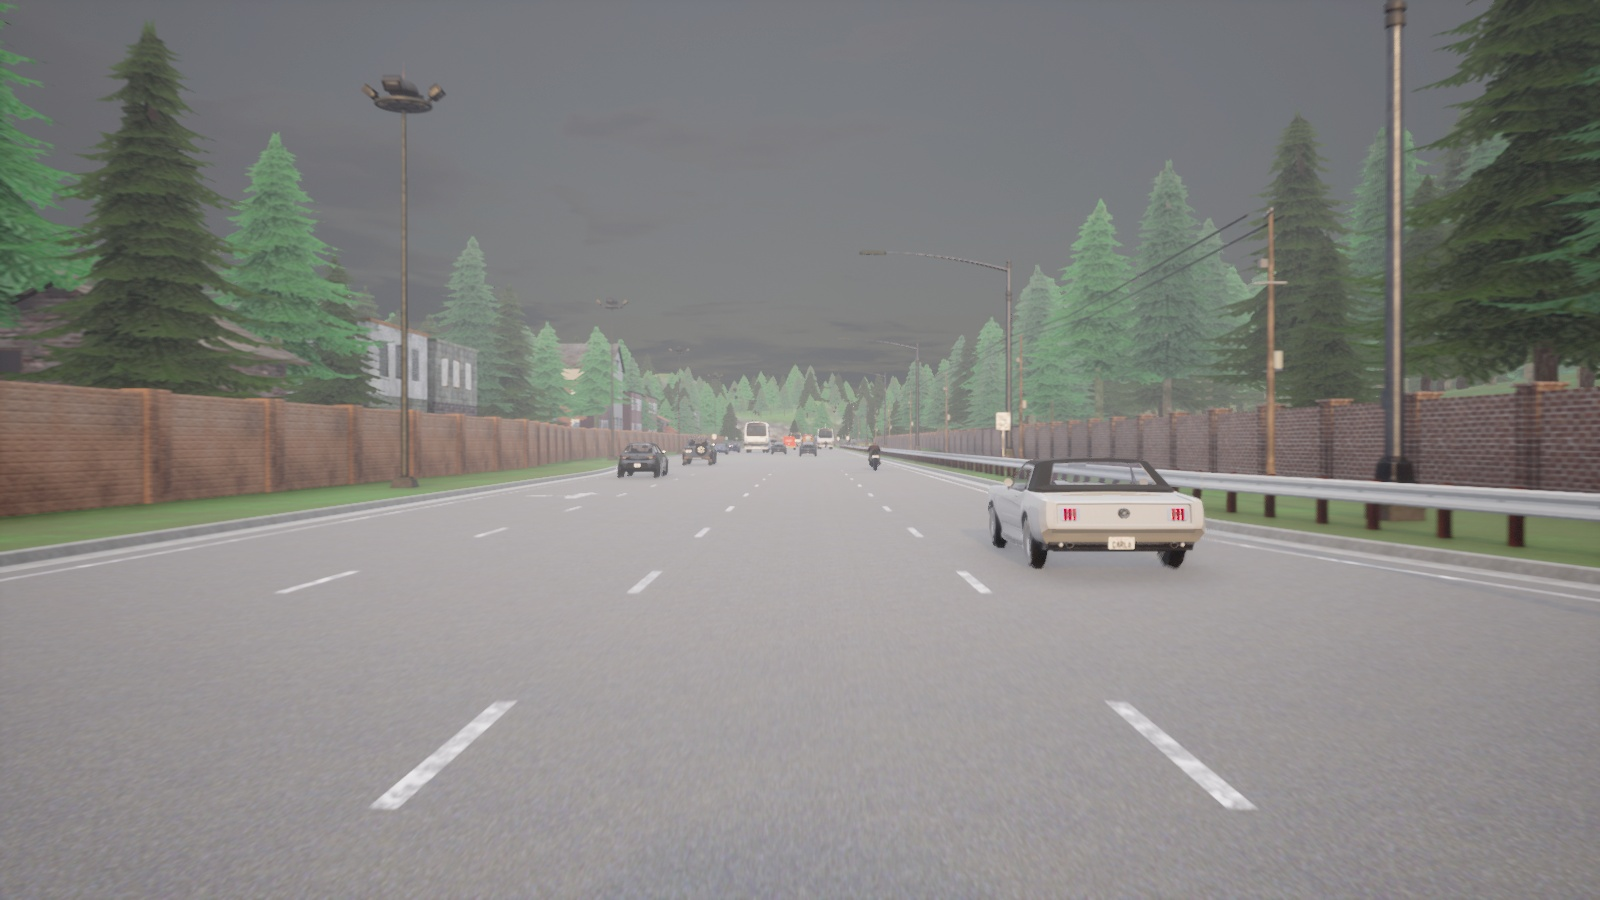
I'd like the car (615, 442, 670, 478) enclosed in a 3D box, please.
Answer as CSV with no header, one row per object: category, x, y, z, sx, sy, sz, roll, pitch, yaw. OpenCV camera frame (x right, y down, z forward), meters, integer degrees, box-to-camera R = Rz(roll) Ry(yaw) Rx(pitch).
car,-6.660,0.406,53.513,1.816,1.474,4.193,0,0,0

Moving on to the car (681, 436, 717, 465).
car,-6.493,0.028,81.264,1.932,1.855,4.605,0,0,0

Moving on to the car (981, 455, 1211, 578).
car,3.614,0.744,16.252,1.895,1.301,4.718,0,0,0

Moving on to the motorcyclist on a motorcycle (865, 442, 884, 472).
motorcyclist on a motorcycle,3.914,0.355,65.886,0.866,1.530,2.191,0,0,0
